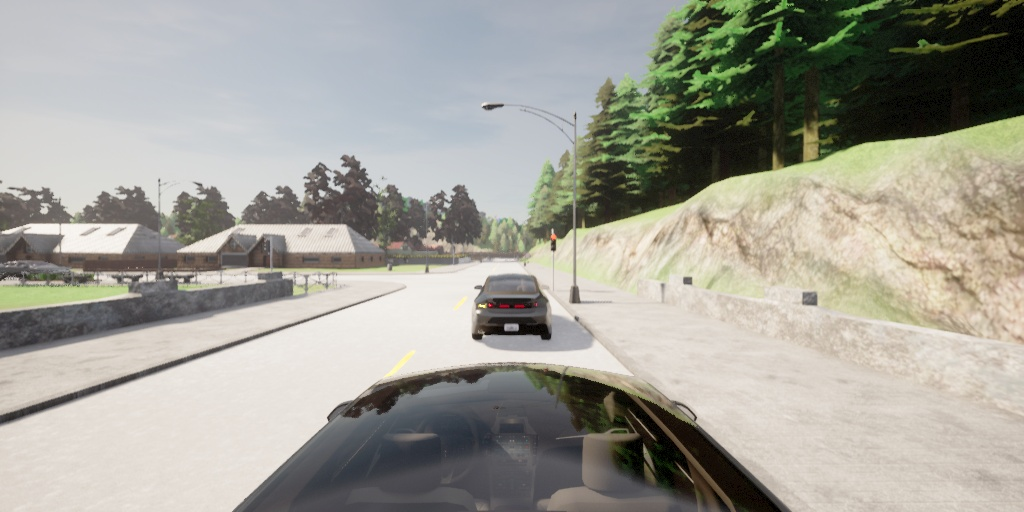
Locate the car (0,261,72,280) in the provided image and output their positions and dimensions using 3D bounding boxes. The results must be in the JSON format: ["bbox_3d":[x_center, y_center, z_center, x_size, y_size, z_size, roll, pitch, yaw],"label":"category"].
[{"bbox_3d":[-37.457,1.127,28.020,4.902,1.511,2.128,0,0,0],"label":"car"}]

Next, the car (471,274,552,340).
[{"bbox_3d":[-0.010,1.220,9.811,1.837,1.490,4.892,0,0,0],"label":"car"}]

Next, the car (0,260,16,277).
[{"bbox_3d":[-48.134,1.096,32.064,5.008,1.535,1.882,0,0,0],"label":"car"}]
